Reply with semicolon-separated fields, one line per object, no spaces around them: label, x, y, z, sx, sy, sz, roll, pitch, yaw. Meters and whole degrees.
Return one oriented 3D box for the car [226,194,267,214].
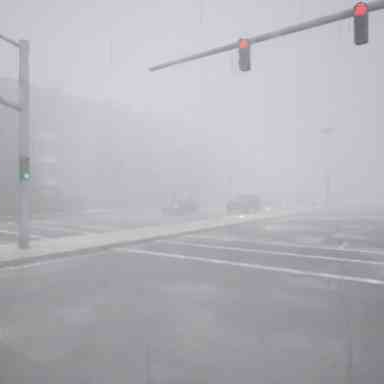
car;5.835;1.243;36.529;2.150;2.045;5.566;0;0;35

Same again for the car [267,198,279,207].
car;11.864;1.592;51.166;1.994;1.385;4.181;0;0;35

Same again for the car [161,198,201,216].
car;-1.044;1.378;32.811;2.097;1.767;4.553;0;0;35

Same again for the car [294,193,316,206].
car;18.587;1.229;54.556;2.150;2.045;5.566;0;0;35
